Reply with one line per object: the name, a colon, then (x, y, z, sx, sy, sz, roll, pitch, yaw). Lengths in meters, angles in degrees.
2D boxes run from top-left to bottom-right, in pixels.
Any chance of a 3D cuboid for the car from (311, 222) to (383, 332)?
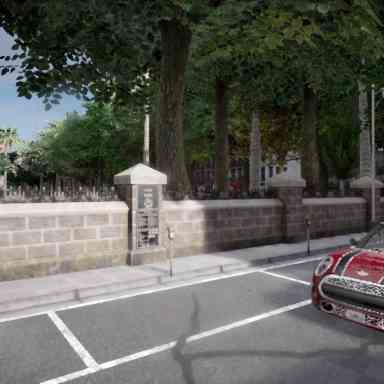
car: (4.396, 1.350, 6.512, 4.553, 1.767, 2.097, 0, 0, -35)
